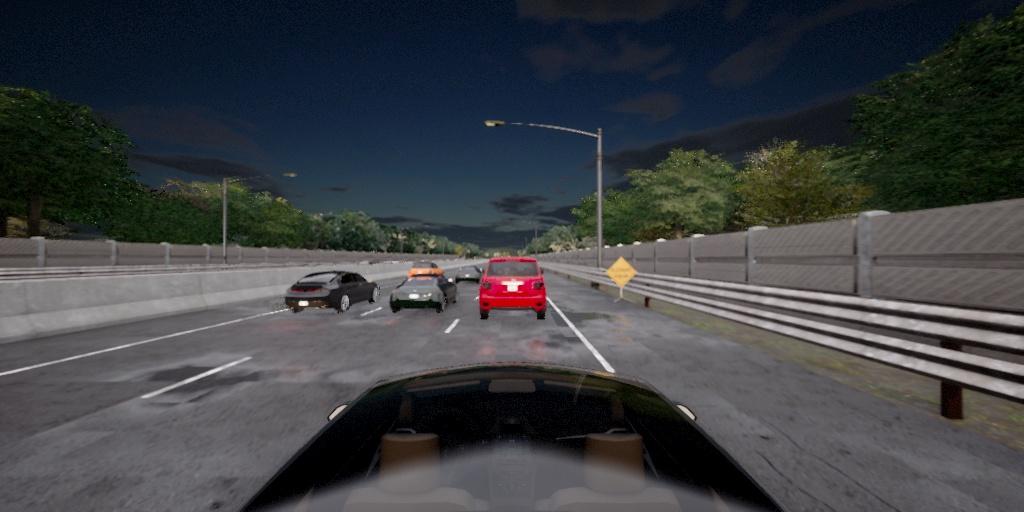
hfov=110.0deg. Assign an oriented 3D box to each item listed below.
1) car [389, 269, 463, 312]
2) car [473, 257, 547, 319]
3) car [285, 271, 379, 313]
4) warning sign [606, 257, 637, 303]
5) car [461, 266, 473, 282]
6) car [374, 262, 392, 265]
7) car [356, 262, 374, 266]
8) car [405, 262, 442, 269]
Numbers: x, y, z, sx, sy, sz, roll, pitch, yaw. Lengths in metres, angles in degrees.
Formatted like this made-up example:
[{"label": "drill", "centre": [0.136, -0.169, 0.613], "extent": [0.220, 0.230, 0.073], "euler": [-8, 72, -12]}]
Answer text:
[{"label": "car", "centre": [-3.445, 1.399, 14.674], "extent": [1.994, 1.385, 4.181], "euler": [0, 0, 1]}, {"label": "car", "centre": [0.041, 1.049, 13.300], "extent": [2.150, 2.045, 5.566], "euler": [0, 0, 0]}, {"label": "car", "centre": [-6.949, 1.339, 14.408], "extent": [1.837, 1.490, 4.892], "euler": [0, 0, 1]}, {"label": "warning sign", "centre": [4.557, 0.952, 14.947], "extent": [1.300, 1.860, 1.060], "euler": [0, 0, 0]}, {"label": "car", "centre": [-3.437, 1.496, 29.728], "extent": [1.994, 1.385, 4.181], "euler": [0, 0, 0]}, {"label": "car", "centre": [-21.005, 1.690, 60.224], "extent": [1.994, 1.385, 4.181], "euler": [0, 0, 1]}, {"label": "car", "centre": [-24.497, 1.651, 60.077], "extent": [1.812, 1.442, 4.674], "euler": [0, 0, 1]}, {"label": "car", "centre": [-6.943, 1.280, 29.330], "extent": [2.097, 1.767, 4.553], "euler": [0, 0, 1]}]
